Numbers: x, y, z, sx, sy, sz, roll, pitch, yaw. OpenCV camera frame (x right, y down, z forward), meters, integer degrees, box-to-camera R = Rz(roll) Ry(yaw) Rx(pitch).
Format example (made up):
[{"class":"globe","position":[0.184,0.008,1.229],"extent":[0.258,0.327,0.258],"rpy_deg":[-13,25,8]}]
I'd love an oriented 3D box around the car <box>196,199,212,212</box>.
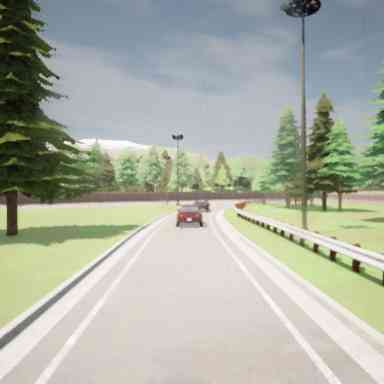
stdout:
[{"class":"car","position":[1.363,1.668,42.063],"extent":[2.128,1.511,4.902],"rpy_deg":[0,0,8]}]

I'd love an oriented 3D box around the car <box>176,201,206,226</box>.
[{"class":"car","position":[-0.131,1.630,23.982],"extent":[1.812,1.442,4.674],"rpy_deg":[0,0,1]}]
